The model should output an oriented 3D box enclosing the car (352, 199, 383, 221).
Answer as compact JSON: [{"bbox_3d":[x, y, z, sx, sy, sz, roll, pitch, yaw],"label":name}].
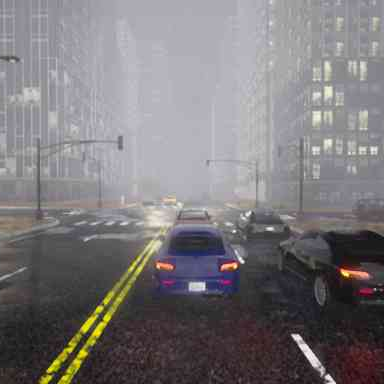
[{"bbox_3d":[16.151,1.498,27.967,5.009,1.841,2.192,1,0,1],"label":"car"}]

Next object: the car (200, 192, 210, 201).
[{"bbox_3d":[3.105,1.083,78.761,2.150,2.045,5.566,0,0,0],"label":"car"}]

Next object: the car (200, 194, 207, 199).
[{"bbox_3d":[3.085,1.269,89.179,1.895,1.301,4.718,0,0,0],"label":"car"}]

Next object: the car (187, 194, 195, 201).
[{"bbox_3d":[-0.146,1.453,79.172,1.895,1.301,4.718,0,0,0],"label":"car"}]

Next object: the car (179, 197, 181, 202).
[{"bbox_3d":[-3.378,1.487,69.266,1.895,1.301,4.718,0,0,0],"label":"car"}]

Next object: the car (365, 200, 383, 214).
[{"bbox_3d":[21.744,1.615,36.264,4.829,1.417,1.752,1,0,1],"label":"car"}]

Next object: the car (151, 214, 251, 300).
[{"bbox_3d":[0.087,1.515,8.214,1.812,1.442,4.674,0,0,0],"label":"car"}]

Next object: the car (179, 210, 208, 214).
[{"bbox_3d":[0.071,1.578,17.380,1.895,1.301,4.718,0,0,0],"label":"car"}]

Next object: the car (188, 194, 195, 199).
[{"bbox_3d":[-0.165,1.198,89.144,1.812,1.442,4.674,0,0,0],"label":"car"}]

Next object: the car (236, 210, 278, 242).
[{"bbox_3d":[3.325,1.543,16.219,1.994,1.385,4.181,0,0,-1],"label":"car"}]

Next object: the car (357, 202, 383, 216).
[{"bbox_3d":[19.602,1.716,33.700,4.718,1.301,1.895,1,1,1],"label":"car"}]

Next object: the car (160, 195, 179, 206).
[{"bbox_3d":[-3.434,1.398,52.593,1.882,1.535,5.008,0,0,0],"label":"car"}]

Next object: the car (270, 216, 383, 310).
[{"bbox_3d":[3.338,1.516,7.650,1.812,1.442,4.674,0,0,0],"label":"car"}]

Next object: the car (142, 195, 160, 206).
[{"bbox_3d":[-6.683,1.468,52.345,2.033,1.411,5.357,0,0,0],"label":"car"}]
